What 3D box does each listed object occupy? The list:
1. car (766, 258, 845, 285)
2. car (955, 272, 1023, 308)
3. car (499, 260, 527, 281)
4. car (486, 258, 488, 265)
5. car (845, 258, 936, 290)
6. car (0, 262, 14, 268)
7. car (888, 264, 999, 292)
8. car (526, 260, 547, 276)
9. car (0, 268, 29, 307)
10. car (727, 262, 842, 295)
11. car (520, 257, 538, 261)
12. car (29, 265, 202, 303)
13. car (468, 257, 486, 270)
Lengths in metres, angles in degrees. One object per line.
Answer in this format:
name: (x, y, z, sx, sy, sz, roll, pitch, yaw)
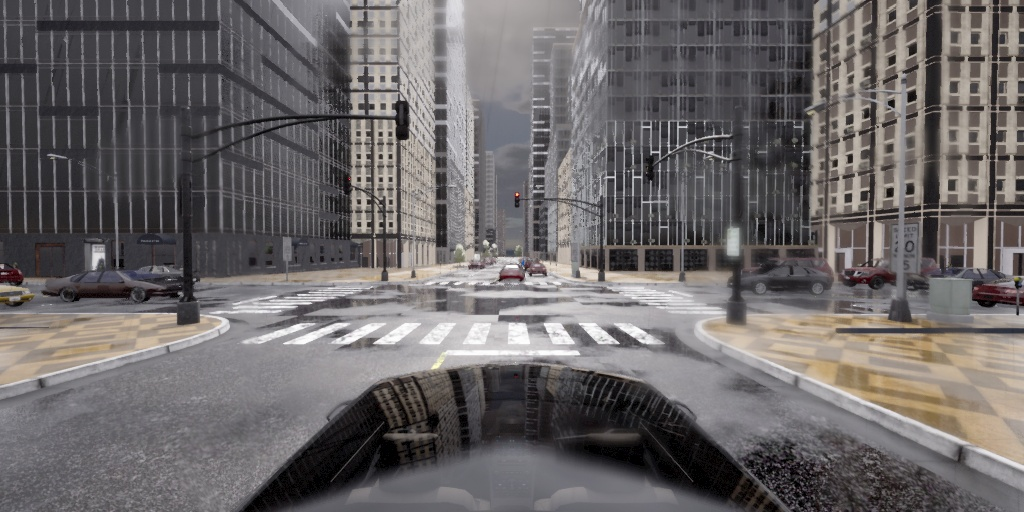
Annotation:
car: (16.579, 1.024, 21.783, 5.009, 1.841, 2.192, 0, 0, 0)
car: (20.191, 1.417, 13.650, 4.207, 1.307, 1.802, 0, 0, 0)
car: (0.009, 1.303, 29.629, 1.994, 1.385, 4.181, 0, 0, 3)
car: (-5.265, 1.307, 58.011, 1.802, 1.307, 4.207, 0, 0, 0)
car: (22.911, 1.032, 21.792, 5.009, 1.841, 2.192, 0, 0, 0)
car: (-32.547, 1.077, 21.644, 4.097, 1.591, 1.967, 0, 0, 0)
car: (24.012, 1.305, 19.191, 5.357, 1.411, 2.033, 0, 1, 0)
car: (2.563, 1.319, 35.930, 1.802, 1.307, 4.207, 0, 0, 0)
car: (-21.250, 1.301, 13.592, 4.829, 1.417, 1.751, 0, 0, 0)
car: (14.189, 1.250, 19.162, 4.892, 1.490, 1.837, 0, 1, 1)
car: (2.594, 1.046, 46.979, 2.192, 1.841, 5.009, 0, 0, 0)
car: (-17.619, 1.289, 16.180, 5.357, 1.411, 2.033, 0, 1, 0)
car: (-5.270, 1.168, 52.486, 1.967, 1.591, 4.097, 0, 0, 0)
